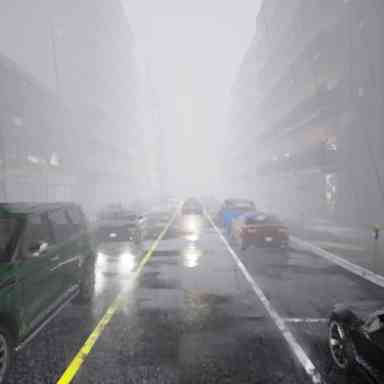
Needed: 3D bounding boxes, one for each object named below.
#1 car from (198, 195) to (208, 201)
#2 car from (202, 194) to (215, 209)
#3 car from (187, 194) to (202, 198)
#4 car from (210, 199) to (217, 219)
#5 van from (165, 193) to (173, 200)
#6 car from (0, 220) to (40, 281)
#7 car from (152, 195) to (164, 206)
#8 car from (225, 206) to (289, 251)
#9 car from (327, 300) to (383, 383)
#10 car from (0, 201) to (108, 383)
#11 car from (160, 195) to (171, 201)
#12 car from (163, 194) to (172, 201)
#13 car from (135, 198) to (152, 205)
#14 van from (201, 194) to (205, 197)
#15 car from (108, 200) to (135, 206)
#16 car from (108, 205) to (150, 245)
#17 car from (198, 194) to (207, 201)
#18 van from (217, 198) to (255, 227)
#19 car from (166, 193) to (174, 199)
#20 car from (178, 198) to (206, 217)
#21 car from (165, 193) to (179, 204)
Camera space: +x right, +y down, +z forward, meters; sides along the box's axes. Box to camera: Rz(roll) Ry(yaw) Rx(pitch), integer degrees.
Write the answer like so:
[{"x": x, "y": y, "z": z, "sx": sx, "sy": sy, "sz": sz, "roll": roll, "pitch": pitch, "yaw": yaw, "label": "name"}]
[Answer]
[{"x": 2.477, "y": 1.315, "z": 74.501, "sx": 2.008, "sy": 1.369, "sz": 4.403, "roll": -1, "pitch": 0, "yaw": 0, "label": "car"}, {"x": 2.570, "y": 1.385, "z": 41.530, "sx": 1.752, "sy": 1.417, "sz": 4.829, "roll": -1, "pitch": 0, "yaw": 0, "label": "car"}, {"x": -0.021, "y": 1.363, "z": 43.960, "sx": 1.837, "sy": 1.490, "sz": 4.892, "roll": 0, "pitch": 1, "yaw": 0, "label": "car"}, {"x": 2.618, "y": 1.479, "z": 24.791, "sx": 1.947, "sy": 1.339, "sz": 4.313, "roll": -1, "pitch": 0, "yaw": 0, "label": "car"}, {"x": -5.937, "y": 1.087, "z": 85.537, "sx": 1.690, "sy": 1.788, "sz": 3.998, "roll": -1, "pitch": 0, "yaw": 0, "label": "van"}, {"x": -5.716, "y": 1.545, "z": 8.209, "sx": 1.947, "sy": 1.339, "sz": 4.313, "roll": -1, "pitch": 0, "yaw": 0, "label": "car"}, {"x": -5.841, "y": 1.365, "z": 52.227, "sx": 1.752, "sy": 1.417, "sz": 4.829, "roll": -1, "pitch": 0, "yaw": 0, "label": "car"}, {"x": 2.649, "y": 1.494, "z": 13.744, "sx": 1.887, "sy": 1.381, "sz": 4.507, "roll": -1, "pitch": 0, "yaw": 0, "label": "car"}, {"x": 2.681, "y": 1.553, "z": 2.697, "sx": 1.947, "sy": 1.339, "sz": 4.313, "roll": -1, "pitch": 0, "yaw": 0, "label": "car"}, {"x": -3.117, "y": 1.208, "z": 5.141, "sx": 2.150, "sy": 2.045, "sz": 5.566, "roll": 0, "pitch": 0, "yaw": 0, "label": "car"}, {"x": -5.904, "y": 1.320, "z": 74.490, "sx": 1.887, "sy": 1.381, "sz": 4.507, "roll": -1, "pitch": 0, "yaw": 0, "label": "car"}, {"x": -5.920, "y": 1.305, "z": 80.014, "sx": 1.887, "sy": 1.381, "sz": 4.507, "roll": -1, "pitch": 0, "yaw": 0, "label": "car"}, {"x": -5.794, "y": 1.471, "z": 35.826, "sx": 1.802, "sy": 1.307, "sz": 4.206, "roll": -1, "pitch": 0, "yaw": 0, "label": "car"}, {"x": 2.537, "y": 1.169, "z": 52.408, "sx": 1.690, "sy": 1.788, "sz": 3.998, "roll": -1, "pitch": 0, "yaw": 0, "label": "van"}, {"x": -5.763, "y": 1.469, "z": 24.780, "sx": 1.887, "sy": 1.381, "sz": 4.507, "roll": -1, "pitch": 0, "yaw": 0, "label": "car"}, {"x": -3.126, "y": 1.516, "z": 15.177, "sx": 1.994, "sy": 1.385, "sz": 4.181, "roll": 0, "pitch": 0, "yaw": 0, "label": "car"}, {"x": 2.461, "y": 1.300, "z": 80.024, "sx": 2.008, "sy": 1.369, "sz": 4.403, "roll": -1, "pitch": 0, "yaw": 0, "label": "car"}, {"x": 2.632, "y": 1.272, "z": 19.266, "sx": 1.690, "sy": 1.788, "sz": 3.998, "roll": -1, "pitch": 0, "yaw": 0, "label": "van"}, {"x": -5.952, "y": 1.171, "z": 91.060, "sx": 1.967, "sy": 1.590, "sz": 4.097, "roll": -1, "pitch": 0, "yaw": 0, "label": "car"}, {"x": 0.021, "y": 1.501, "z": 29.920, "sx": 1.895, "sy": 1.301, "sz": 4.718, "roll": 0, "pitch": 0, "yaw": 0, "label": "car"}, {"x": -3.197, "y": 1.345, "z": 58.076, "sx": 1.812, "sy": 1.442, "sz": 4.674, "roll": 0, "pitch": 0, "yaw": 0, "label": "car"}]
